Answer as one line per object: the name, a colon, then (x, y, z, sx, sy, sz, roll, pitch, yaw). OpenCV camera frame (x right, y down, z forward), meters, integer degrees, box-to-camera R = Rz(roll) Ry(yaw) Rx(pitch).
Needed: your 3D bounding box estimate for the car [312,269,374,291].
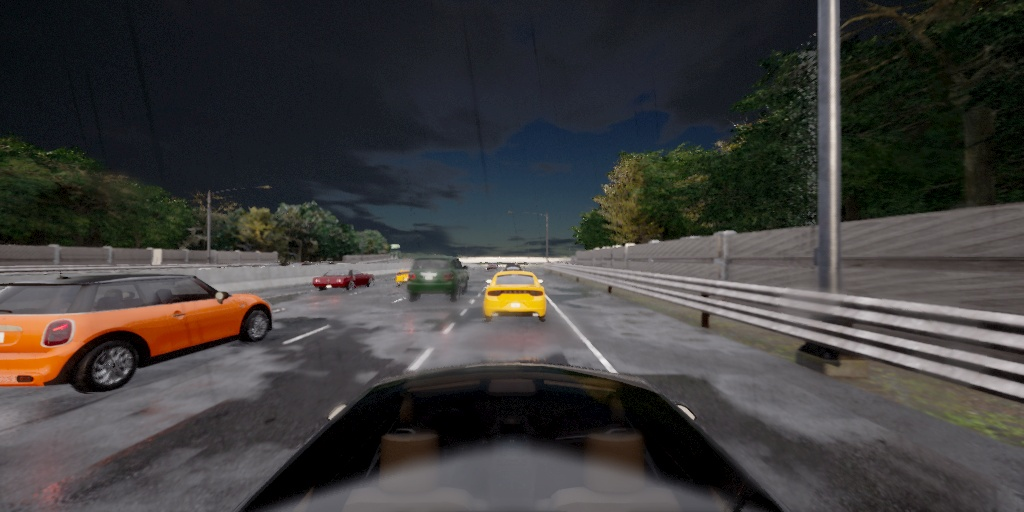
car: (-10.399, 1.459, 22.597, 1.895, 1.301, 4.718, 0, -1, 0)

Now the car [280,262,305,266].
car: (-28.020, 1.570, 47.456, 1.882, 1.535, 5.008, 0, -1, 1)

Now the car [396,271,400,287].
car: (-6.898, 1.369, 26.101, 1.882, 1.535, 5.008, 0, -1, 0)

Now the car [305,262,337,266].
car: (-24.525, 1.597, 47.136, 1.837, 1.490, 4.892, 0, -1, 1)

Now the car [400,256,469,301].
car: (-3.500, 1.038, 17.781, 2.150, 2.045, 5.566, 0, 0, 0)

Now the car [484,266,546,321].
car: (0.101, 1.262, 12.691, 1.882, 1.535, 5.008, 0, 0, 0)

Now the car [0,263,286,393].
car: (-6.900, 1.112, 6.897, 2.097, 1.767, 4.553, 0, 0, 0)
